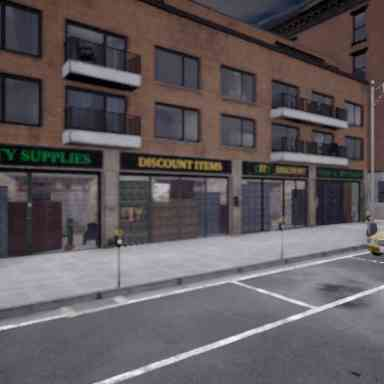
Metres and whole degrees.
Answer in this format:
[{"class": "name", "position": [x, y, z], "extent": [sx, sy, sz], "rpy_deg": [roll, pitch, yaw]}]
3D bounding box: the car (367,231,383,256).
[{"class": "car", "position": [8.115, 1.524, 11.989], "extent": [4.829, 1.417, 1.752], "rpy_deg": [0, 0, -35]}]
